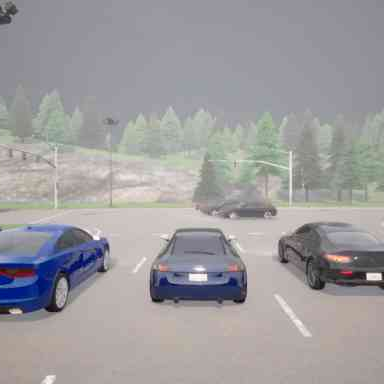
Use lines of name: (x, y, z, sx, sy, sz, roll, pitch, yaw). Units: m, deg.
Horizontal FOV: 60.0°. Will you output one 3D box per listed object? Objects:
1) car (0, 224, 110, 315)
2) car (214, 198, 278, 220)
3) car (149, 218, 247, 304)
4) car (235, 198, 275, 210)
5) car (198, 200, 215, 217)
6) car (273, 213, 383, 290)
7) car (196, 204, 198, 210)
car: (-3.351, 1.478, 7.720, 1.882, 1.535, 5.008, 0, 0, 1)
car: (4.622, 1.505, 27.624, 4.892, 1.490, 1.837, 0, 0, -7)
car: (0.161, 1.564, 8.218, 1.994, 1.385, 4.181, 0, 0, 1)
car: (7.922, 1.525, 42.069, 4.674, 1.442, 1.812, 0, 0, -5)
car: (3.389, 1.504, 30.984, 4.892, 1.490, 1.837, 0, 0, -7)
car: (3.678, 1.526, 8.955, 1.812, 1.442, 4.674, 0, 0, 1)
car: (2.490, 1.564, 37.908, 4.181, 1.385, 1.994, 0, 0, -7)
